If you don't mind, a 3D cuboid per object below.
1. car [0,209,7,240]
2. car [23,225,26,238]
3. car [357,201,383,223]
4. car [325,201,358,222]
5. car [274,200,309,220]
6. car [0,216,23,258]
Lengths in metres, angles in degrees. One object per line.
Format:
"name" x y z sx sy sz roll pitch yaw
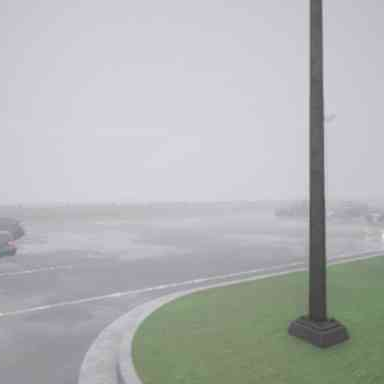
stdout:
"car" -11.486 1.606 15.747 4.674 1.442 1.812 0 0 -32
"car" -9.241 1.557 13.037 4.902 1.511 2.128 0 0 -32
"car" 14.351 1.467 23.628 4.902 1.511 2.128 0 0 -32
"car" 12.524 1.481 26.613 4.902 1.511 2.128 0 0 -32
"car" 9.296 1.485 28.726 5.008 1.535 1.882 0 0 -32
"car" -8.074 1.601 9.639 5.357 1.411 2.033 0 0 -32
